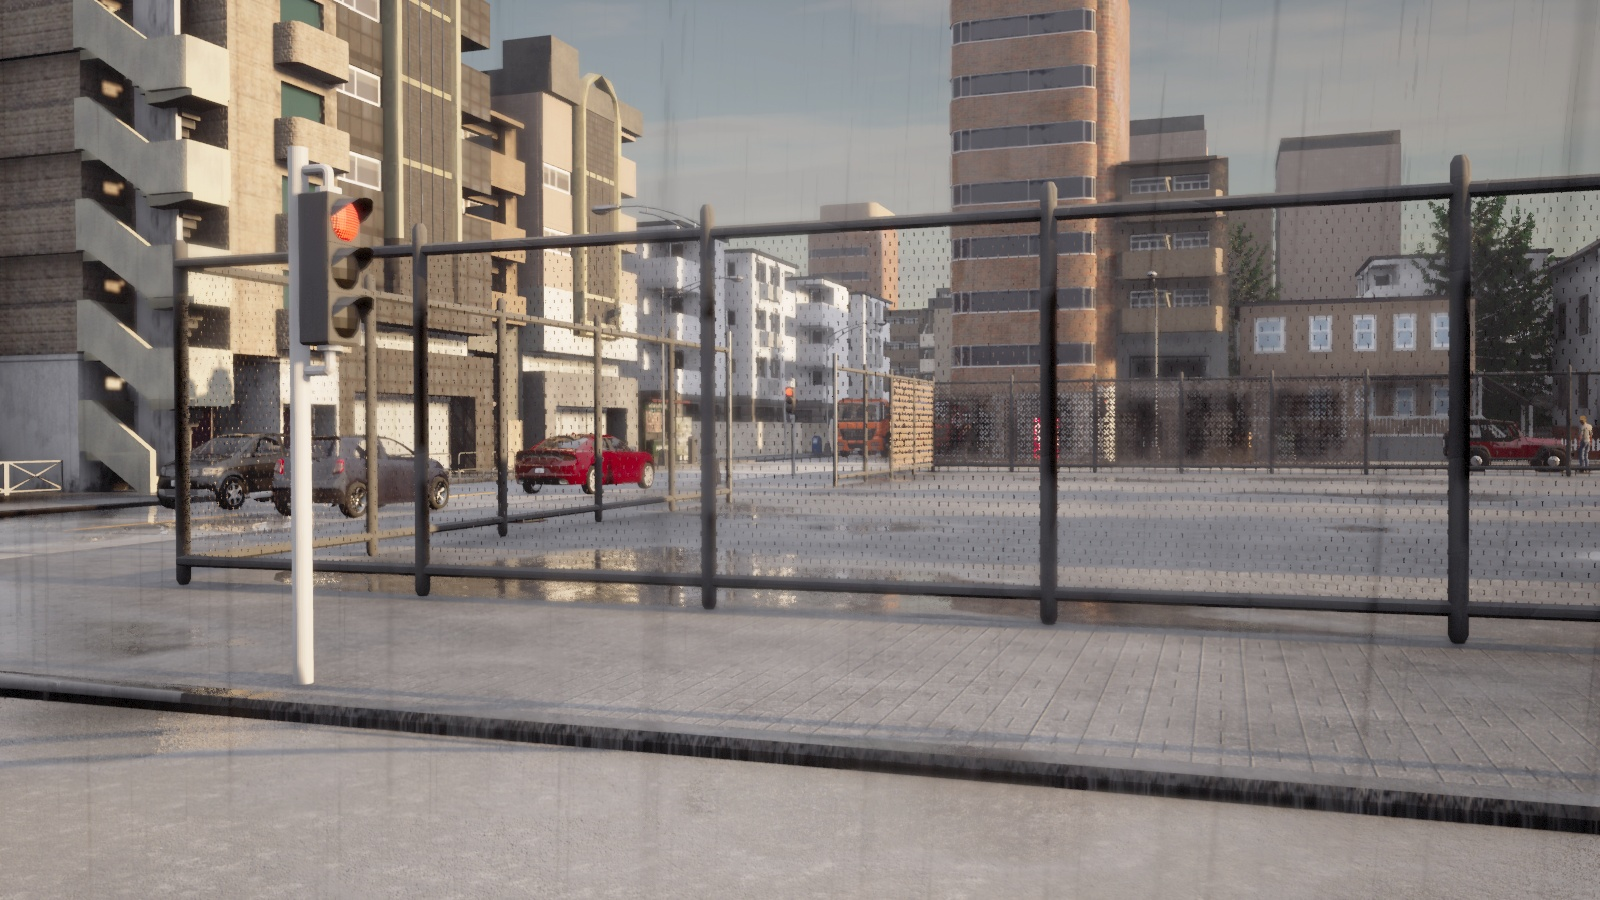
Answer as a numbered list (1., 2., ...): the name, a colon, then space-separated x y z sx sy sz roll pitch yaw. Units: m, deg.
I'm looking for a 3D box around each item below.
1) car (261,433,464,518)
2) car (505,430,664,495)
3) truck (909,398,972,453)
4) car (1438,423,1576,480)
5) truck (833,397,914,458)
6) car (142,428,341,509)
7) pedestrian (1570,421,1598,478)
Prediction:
1. car: -8.307 0.422 24.160 1.845 1.501 3.633 1 1 19
2. car: -5.473 0.262 32.603 1.882 1.535 5.008 1 1 19
3. truck: 10.383 -1.776 92.243 2.891 3.827 8.468 1 1 18
4. car: 24.331 0.020 43.354 3.866 1.878 1.905 1 1 19
5. truck: 4.478 -1.336 74.755 2.891 3.462 7.936 1 1 18
6. car: -11.708 0.330 26.588 1.789 1.549 3.705 1 2 18
7. pedestrian: 25.090 -0.020 40.196 0.354 1.836 0.706 0 1 -11
